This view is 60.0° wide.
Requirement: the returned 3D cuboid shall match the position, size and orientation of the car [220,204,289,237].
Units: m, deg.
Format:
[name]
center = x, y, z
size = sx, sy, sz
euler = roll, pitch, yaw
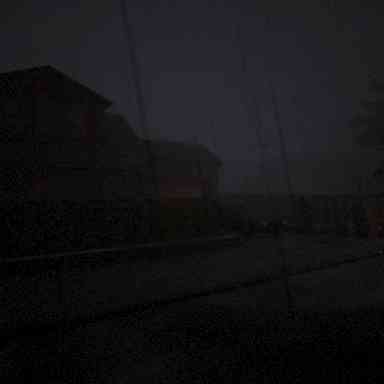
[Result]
[car]
center = 2.331, 1.328, 17.060
size = 2.033, 1.415, 5.357
euler = 0, 0, -33
